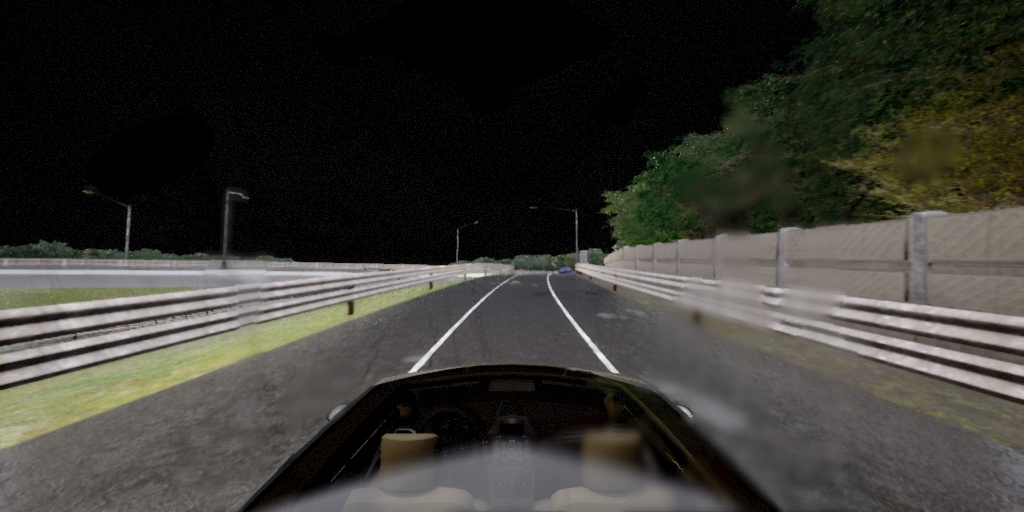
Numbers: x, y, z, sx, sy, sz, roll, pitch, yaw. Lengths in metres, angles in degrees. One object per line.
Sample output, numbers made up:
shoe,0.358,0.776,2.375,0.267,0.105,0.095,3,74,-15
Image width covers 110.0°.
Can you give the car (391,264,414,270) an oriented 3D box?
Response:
car,-17.588,2.088,60.155,5.008,1.535,1.882,2,-4,-34
